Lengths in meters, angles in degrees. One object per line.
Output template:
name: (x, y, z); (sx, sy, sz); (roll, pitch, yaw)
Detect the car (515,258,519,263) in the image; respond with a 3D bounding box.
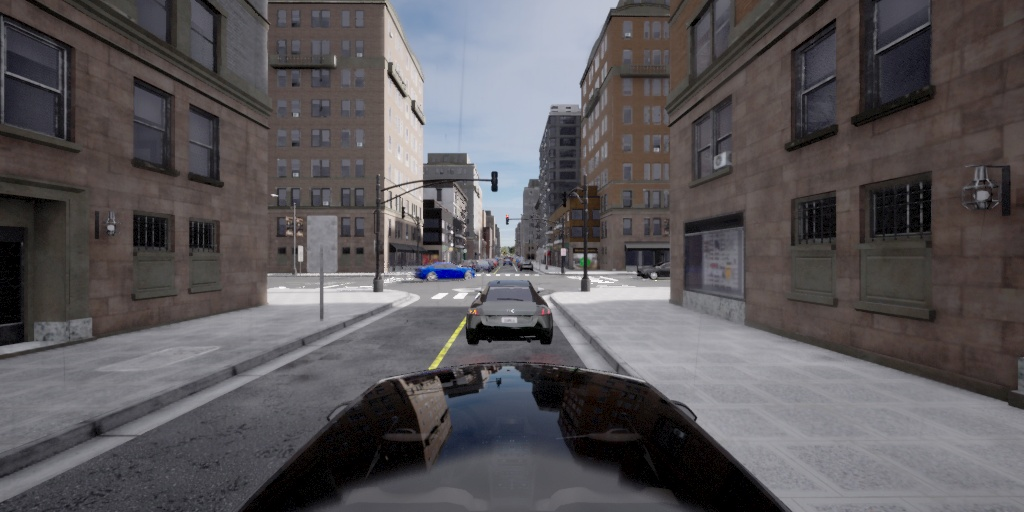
car: (1.848, 1.392, 59.625); (1.802, 1.307, 4.207); (0, 0, 0)

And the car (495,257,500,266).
car: (-3.634, 1.297, 64.220); (1.882, 1.535, 5.008); (0, 0, 0)

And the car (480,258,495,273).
car: (-3.546, 1.310, 44.589); (1.812, 1.442, 4.674); (0, 0, 1)

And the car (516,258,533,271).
car: (1.931, 1.356, 48.602); (1.948, 1.339, 4.313); (0, 0, 0)

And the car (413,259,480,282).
car: (-5.426, 1.242, 28.898); (5.008, 1.535, 1.882); (0, 1, -32)

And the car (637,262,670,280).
car: (12.956, 1.201, 29.967); (4.892, 1.490, 1.837); (0, 0, -1)

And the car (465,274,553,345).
car: (-0.064, 1.314, 9.532); (1.994, 1.385, 4.181); (0, 0, 0)

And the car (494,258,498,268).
car: (-3.591, 1.348, 54.268); (2.033, 1.411, 5.357); (0, 0, 0)

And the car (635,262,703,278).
car: (14.481, 1.243, 33.238); (5.357, 1.411, 2.033); (0, 0, -1)

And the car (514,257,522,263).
car: (1.807, 1.387, 65.135); (1.948, 1.339, 4.313); (0, 0, 0)
